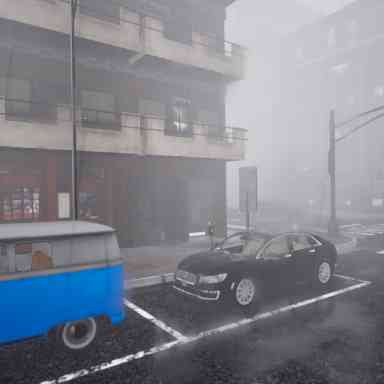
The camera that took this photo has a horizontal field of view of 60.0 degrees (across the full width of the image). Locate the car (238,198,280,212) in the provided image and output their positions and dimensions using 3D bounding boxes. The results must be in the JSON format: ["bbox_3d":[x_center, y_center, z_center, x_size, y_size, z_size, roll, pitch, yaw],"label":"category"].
[{"bbox_3d":[7.312,1.356,36.581,1.887,1.381,4.507,-1,1,-35],"label":"car"}]

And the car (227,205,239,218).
[{"bbox_3d":[2.151,1.506,28.916,1.887,1.381,4.507,-1,1,-35],"label":"car"}]

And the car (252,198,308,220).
[{"bbox_3d":[6.943,1.444,26.772,1.837,1.490,4.892,-1,1,-35],"label":"car"}]

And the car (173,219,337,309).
[{"bbox_3d":[1.623,1.549,7.739,4.403,1.369,2.008,0,-1,-36],"label":"car"}]

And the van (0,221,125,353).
[{"bbox_3d":[-2.917,1.341,4.496,3.998,1.788,1.690,0,-1,-36],"label":"van"}]
